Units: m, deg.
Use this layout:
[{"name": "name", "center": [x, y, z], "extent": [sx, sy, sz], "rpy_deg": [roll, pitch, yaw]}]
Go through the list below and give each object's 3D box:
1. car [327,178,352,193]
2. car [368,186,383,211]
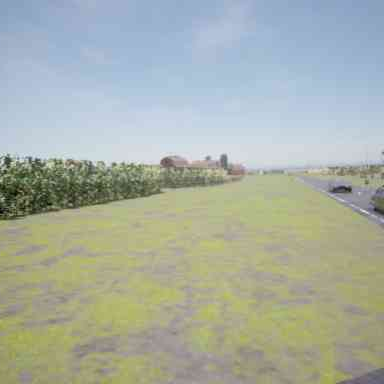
[{"name": "car", "center": [15.353, -0.724, 34.824], "extent": [2.033, 1.411, 5.357], "rpy_deg": [-1, 3, 16]}, {"name": "car", "center": [10.156, 0.372, 16.298], "extent": [2.033, 1.411, 5.357], "rpy_deg": [-1, 3, 16]}]
